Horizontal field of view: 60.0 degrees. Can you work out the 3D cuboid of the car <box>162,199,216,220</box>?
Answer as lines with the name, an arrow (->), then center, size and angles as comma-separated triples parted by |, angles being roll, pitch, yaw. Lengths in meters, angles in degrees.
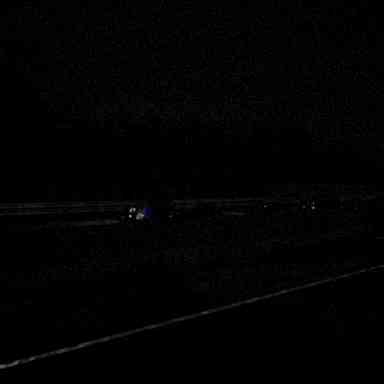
car -> 0.352, 1.496, 25.517 | 4.674, 1.442, 1.812 | 0, 0, -35

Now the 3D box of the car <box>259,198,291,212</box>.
car -> 8.665, 1.412, 35.636 | 4.674, 1.442, 1.812 | -1, 0, -36

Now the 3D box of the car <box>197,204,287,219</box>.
car -> 2.911, 1.579, 18.883 | 4.718, 1.301, 1.895 | 0, 0, -35

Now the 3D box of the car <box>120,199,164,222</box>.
car -> -3.411, 1.333, 26.390 | 4.553, 1.767, 2.097 | 0, 0, -38

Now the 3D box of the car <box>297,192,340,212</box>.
car -> 13.452, 1.070, 34.829 | 5.566, 2.045, 2.150 | -2, 1, -35

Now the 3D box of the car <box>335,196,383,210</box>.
car -> 16.907, 1.382, 32.978 | 5.357, 1.411, 2.033 | -1, 0, -35
